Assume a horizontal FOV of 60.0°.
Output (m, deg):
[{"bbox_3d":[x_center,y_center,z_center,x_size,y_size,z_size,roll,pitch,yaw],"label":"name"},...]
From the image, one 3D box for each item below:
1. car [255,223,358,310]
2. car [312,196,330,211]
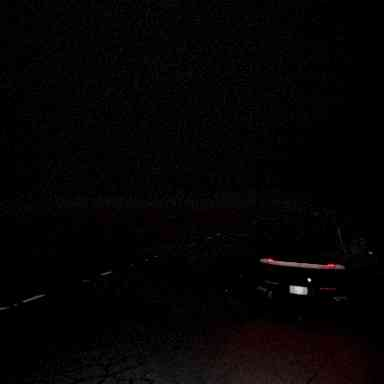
[{"bbox_3d":[2.844,1.509,8.018,2.128,1.511,4.902,0,0,24],"label":"car"},{"bbox_3d":[18.725,1.648,48.152,2.150,2.045,5.566,0,-1,19],"label":"car"}]
